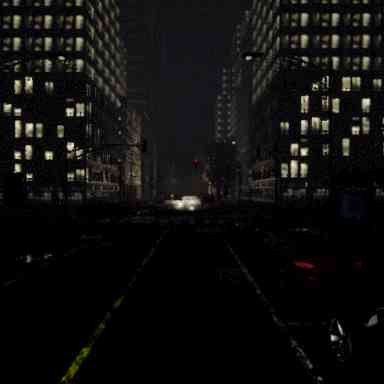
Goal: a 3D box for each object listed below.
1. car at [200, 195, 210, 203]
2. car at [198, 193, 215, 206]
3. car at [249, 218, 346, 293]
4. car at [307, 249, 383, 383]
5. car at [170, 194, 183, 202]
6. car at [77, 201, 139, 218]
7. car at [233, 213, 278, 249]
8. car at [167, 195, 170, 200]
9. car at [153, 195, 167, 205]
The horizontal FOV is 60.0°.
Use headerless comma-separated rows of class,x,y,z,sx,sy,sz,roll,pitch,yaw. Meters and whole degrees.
car,2.533,1.419,64.582,1.752,1.417,4.829,0,0,0
car,2.563,1.229,53.131,2.192,1.841,5.009,0,0,0
car,2.796,1.569,8.517,1.802,1.307,4.206,-1,0,0
car,2.736,1.561,2.834,1.947,1.339,4.313,-1,0,0
car,-3.178,1.230,74.309,2.097,1.767,4.553,0,0,0
car,-7.606,1.560,30.219,5.357,1.411,2.033,-2,1,-1
car,2.816,1.544,14.203,1.947,1.339,4.313,-1,0,0
car,-5.894,1.426,81.298,1.947,1.339,4.313,0,0,0
car,-5.831,1.430,58.574,1.752,1.417,4.829,0,0,0
